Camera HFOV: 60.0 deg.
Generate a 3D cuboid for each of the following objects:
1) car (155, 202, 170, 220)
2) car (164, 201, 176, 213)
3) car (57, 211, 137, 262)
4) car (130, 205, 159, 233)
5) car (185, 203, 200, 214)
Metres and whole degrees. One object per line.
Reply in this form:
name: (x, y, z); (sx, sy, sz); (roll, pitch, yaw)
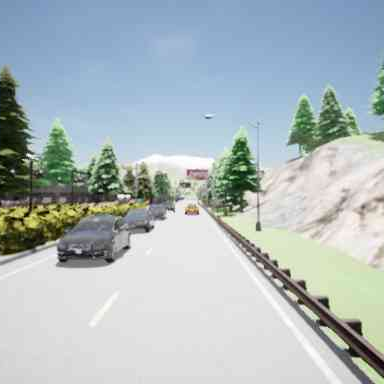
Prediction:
car: (-3.607, 2.049, 33.936); (1.837, 1.490, 4.892); (0, -1, 0)
car: (-3.539, 2.077, 49.524); (2.097, 1.767, 4.553); (0, -1, 0)
car: (-3.599, 1.699, 12.975); (1.837, 1.490, 4.892); (0, -1, 0)
car: (-3.603, 1.883, 22.751); (1.812, 1.442, 4.674); (0, -1, 0)
car: (0.017, 2.229, 45.554); (1.882, 1.535, 5.008); (0, -1, 0)
